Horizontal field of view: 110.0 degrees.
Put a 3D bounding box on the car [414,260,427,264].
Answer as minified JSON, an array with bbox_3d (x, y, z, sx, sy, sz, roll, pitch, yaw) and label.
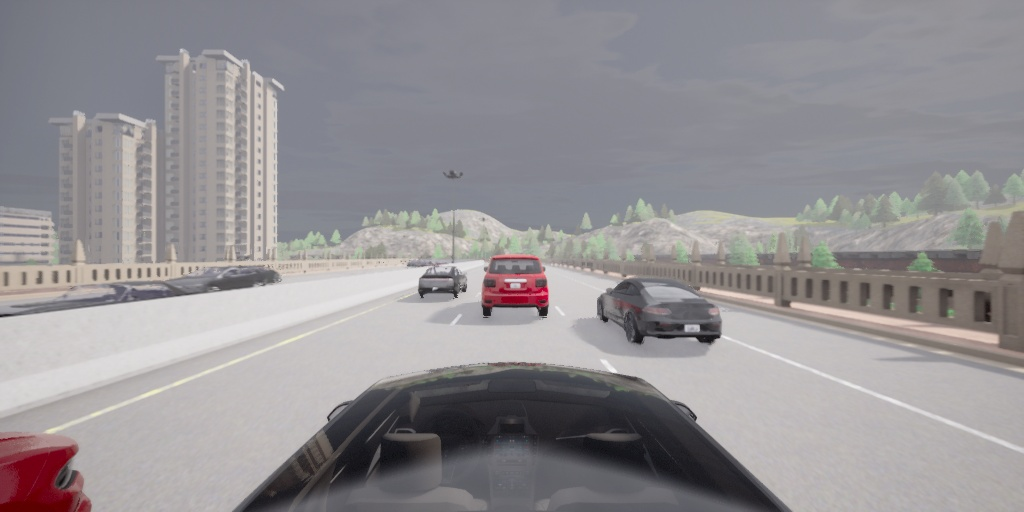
[{"bbox_3d":[-14.041,1.388,58.864,1.994,1.385,4.181,0,0,1],"label":"car"}]

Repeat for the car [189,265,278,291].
[{"bbox_3d":[-14.098,1.252,17.277,2.128,1.511,4.902,0,0,0],"label":"car"}]

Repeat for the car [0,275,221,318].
[{"bbox_3d":[-10.600,1.356,9.431,1.895,1.301,4.718,0,0,0],"label":"car"}]

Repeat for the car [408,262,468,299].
[{"bbox_3d":[-3.399,1.254,18.246,2.128,1.511,4.902,0,0,0],"label":"car"}]

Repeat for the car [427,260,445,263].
[{"bbox_3d":[-10.564,1.408,52.252,1.895,1.301,4.718,0,0,0],"label":"car"}]

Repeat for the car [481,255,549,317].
[{"bbox_3d":[0.101,0.980,13.349,2.150,2.045,5.566,0,0,0],"label":"car"}]

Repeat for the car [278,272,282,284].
[{"bbox_3d":[-17.596,1.329,24.107,1.994,1.385,4.181,0,0,0],"label":"car"}]

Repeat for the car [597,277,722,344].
[{"bbox_3d":[3.601,1.282,9.468,1.812,1.442,4.674,0,0,0],"label":"car"}]
